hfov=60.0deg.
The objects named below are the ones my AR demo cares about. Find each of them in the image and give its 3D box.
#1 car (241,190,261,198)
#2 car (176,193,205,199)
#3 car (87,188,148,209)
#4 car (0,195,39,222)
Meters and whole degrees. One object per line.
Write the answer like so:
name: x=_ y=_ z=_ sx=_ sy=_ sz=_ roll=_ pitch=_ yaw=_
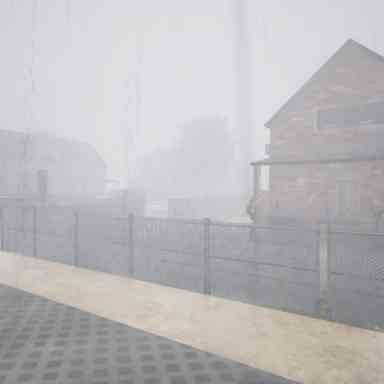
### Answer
car: x=9.083 y=0.397 z=49.825 sx=2.033 sy=1.411 sz=5.357 roll=1 pitch=2 yaw=36
car: x=-0.042 y=0.776 z=37.213 sx=1.994 sy=1.385 sz=4.181 roll=1 pitch=2 yaw=36
car: x=-6.233 y=0.685 z=28.557 sx=2.150 sy=2.045 sz=5.566 roll=1 pitch=2 yaw=36
car: x=-11.881 y=1.045 z=20.557 sx=2.097 sy=1.767 sz=4.553 roll=1 pitch=2 yaw=34
